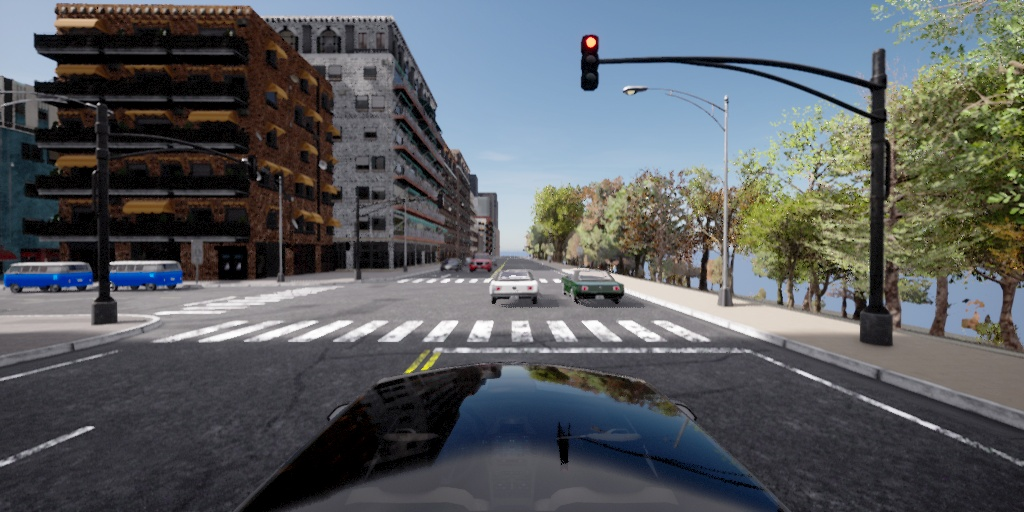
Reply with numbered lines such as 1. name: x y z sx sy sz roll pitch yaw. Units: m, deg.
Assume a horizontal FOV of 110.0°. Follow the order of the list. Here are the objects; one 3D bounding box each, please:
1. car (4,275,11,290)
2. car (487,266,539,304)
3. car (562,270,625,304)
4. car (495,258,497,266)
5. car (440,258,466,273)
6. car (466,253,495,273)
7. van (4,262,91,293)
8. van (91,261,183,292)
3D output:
1. car: -22.621 1.542 13.682 4.207 1.307 1.802 0 0 -1
2. car: 0.094 1.271 15.836 1.895 1.301 4.718 -1 0 0
3. car: 3.352 1.255 15.804 1.895 1.301 4.718 0 0 0
4. car: -3.279 0.888 55.397 2.128 1.511 4.902 0 1 0
5. car: -6.561 0.991 39.182 2.128 1.511 4.902 0 0 0
6. car: -3.313 0.721 39.120 2.150 2.045 5.566 0 0 0
7. van: -28.302 1.287 21.957 3.998 1.789 1.690 0 0 -1
8. van: -22.701 1.213 22.028 3.998 1.789 1.690 0 0 -1
